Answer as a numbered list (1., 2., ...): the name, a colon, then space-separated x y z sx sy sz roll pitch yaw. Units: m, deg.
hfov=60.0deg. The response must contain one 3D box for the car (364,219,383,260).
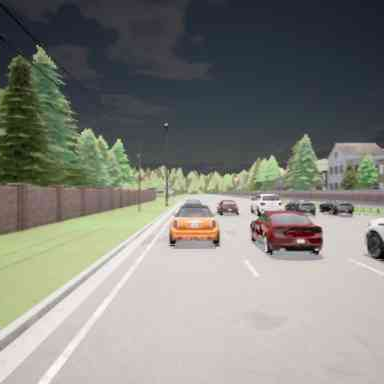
1. car: 7.105 1.224 9.284 2.150 2.045 5.566 0 0 0

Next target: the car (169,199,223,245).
1. car: 0.108 1.356 15.597 2.097 1.767 4.553 0 0 0

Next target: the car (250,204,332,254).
1. car: 3.606 1.481 13.501 1.882 1.535 5.008 0 0 0

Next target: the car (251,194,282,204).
1. car: 7.115 1.229 32.234 2.150 2.045 5.566 0 0 0

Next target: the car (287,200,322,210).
1. car: 10.615 1.499 32.816 2.128 1.511 4.902 0 0 0

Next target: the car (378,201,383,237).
1. car: 10.608 1.355 14.826 2.097 1.767 4.553 0 0 0

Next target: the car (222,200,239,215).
1. car: 3.616 1.534 34.015 1.812 1.442 4.674 0 0 0

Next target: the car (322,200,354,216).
1. car: 14.115 1.499 32.810 2.128 1.511 4.902 0 0 0

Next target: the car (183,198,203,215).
1. car: 0.116 1.486 34.507 1.882 1.535 5.008 0 0 0
